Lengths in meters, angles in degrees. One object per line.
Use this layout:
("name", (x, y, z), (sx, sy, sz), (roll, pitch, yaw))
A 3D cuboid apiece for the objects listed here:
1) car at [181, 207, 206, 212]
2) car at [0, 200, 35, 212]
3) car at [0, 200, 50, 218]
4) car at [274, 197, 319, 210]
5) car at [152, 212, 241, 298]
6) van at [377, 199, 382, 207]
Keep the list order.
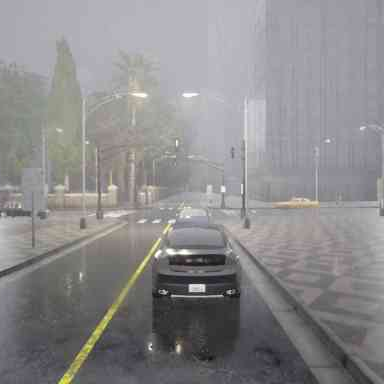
("car", (0.078, 1.528, 18.285), (2.033, 1.411, 5.357), (0, 0, 1))
("car", (-20.453, 1.588, 38.046), (4.206, 1.307, 1.802), (0, 1, 0))
("car", (-14.959, 1.593, 29.492), (4.403, 1.369, 2.008), (0, 1, 0))
("car", (11.894, 1.293, 37.883), (4.829, 1.417, 1.752), (-1, 1, 0))
("car", (0.093, 1.500, 8.477), (1.837, 1.490, 4.892), (0, 0, 0))
("van", (23.302, 0.987, 37.822), (3.998, 1.788, 1.690), (-1, 1, 0))
